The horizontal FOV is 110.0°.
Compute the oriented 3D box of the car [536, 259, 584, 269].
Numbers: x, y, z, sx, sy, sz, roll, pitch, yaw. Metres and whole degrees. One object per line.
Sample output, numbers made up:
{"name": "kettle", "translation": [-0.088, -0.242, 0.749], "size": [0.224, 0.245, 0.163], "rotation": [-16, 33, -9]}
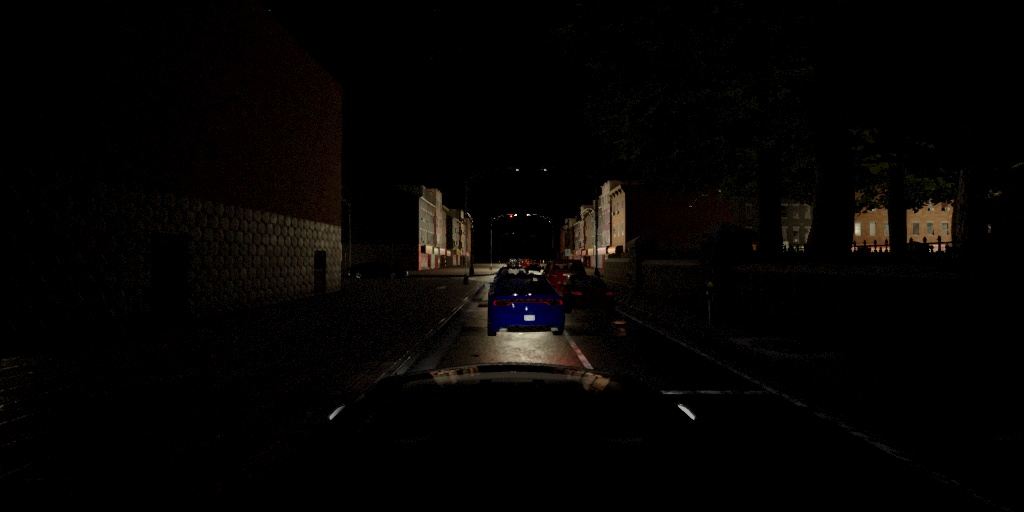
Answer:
{"name": "car", "translation": [2.650, 1.074, 18.960], "size": [2.192, 1.841, 5.009], "rotation": [0, 0, 0]}

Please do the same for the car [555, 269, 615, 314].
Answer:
{"name": "car", "translation": [2.646, 1.336, 13.511], "size": [1.802, 1.307, 4.207], "rotation": [0, 0, 0]}

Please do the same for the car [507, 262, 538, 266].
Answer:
{"name": "car", "translation": [0.081, 1.236, 18.007], "size": [1.882, 1.535, 5.008], "rotation": [0, 0, 1]}

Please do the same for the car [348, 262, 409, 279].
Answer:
{"name": "car", "translation": [-11.307, 1.245, 30.544], "size": [4.892, 1.490, 1.837], "rotation": [0, -1, 0]}

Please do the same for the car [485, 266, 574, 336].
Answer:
{"name": "car", "translation": [0.230, 1.230, 10.480], "size": [1.882, 1.535, 5.008], "rotation": [0, 0, -4]}

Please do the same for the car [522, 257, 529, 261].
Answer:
{"name": "car", "translation": [2.680, 1.395, 61.701], "size": [1.888, 1.381, 4.507], "rotation": [0, 0, 0]}

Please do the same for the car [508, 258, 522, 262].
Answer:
{"name": "car", "translation": [0.142, 1.334, 59.297], "size": [2.128, 1.511, 4.902], "rotation": [0, 0, 0]}

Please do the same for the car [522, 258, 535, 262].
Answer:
{"name": "car", "translation": [2.668, 1.350, 45.389], "size": [1.888, 1.381, 4.507], "rotation": [0, 0, 0]}
